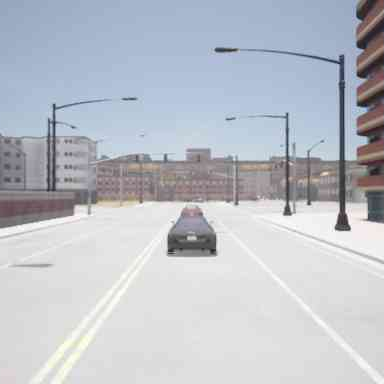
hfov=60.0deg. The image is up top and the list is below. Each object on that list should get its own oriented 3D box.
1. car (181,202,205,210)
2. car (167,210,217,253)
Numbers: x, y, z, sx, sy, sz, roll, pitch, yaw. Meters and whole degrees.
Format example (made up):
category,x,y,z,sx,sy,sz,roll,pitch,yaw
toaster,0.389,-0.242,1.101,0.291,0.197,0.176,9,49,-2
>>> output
category,x,y,z,sx,sy,sz,roll,pitch,yaw
car,-0.008,1.843,29.286,1.994,1.385,4.181,0,0,0
car,0.000,1.701,14.324,1.994,1.385,4.181,0,0,0
